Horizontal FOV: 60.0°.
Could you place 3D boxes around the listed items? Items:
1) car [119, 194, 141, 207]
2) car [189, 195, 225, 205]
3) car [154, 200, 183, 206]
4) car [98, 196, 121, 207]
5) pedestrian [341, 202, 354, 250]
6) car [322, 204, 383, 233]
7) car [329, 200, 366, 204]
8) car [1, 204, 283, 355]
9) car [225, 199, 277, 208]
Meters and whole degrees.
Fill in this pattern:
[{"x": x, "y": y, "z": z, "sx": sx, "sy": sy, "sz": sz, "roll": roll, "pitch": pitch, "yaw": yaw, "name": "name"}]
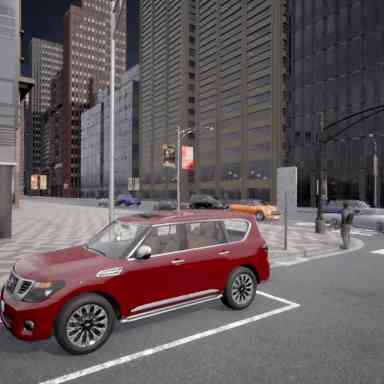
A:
[{"x": -10.479, "y": 1.409, "z": 54.892, "sx": 2.150, "sy": 2.045, "sz": 5.566, "roll": 1, "pitch": -1, "yaw": -36, "name": "car"}, {"x": 1.845, "y": 1.319, "z": 37.632, "sx": 2.150, "sy": 2.045, "sz": 5.566, "roll": 1, "pitch": -1, "yaw": -36, "name": "car"}, {"x": -2.523, "y": 1.631, "z": 38.135, "sx": 2.033, "sy": 1.411, "sz": 5.357, "roll": 1, "pitch": -1, "yaw": -36, "name": "car"}, {"x": -13.796, "y": 1.703, "z": 53.950, "sx": 1.812, "sy": 1.442, "sz": 4.674, "roll": 1, "pitch": -1, "yaw": -36, "name": "car"}, {"x": 5.997, "y": 1.297, "z": 12.900, "sx": 0.375, "sy": 1.860, "sz": 0.375, "roll": 1, "pitch": 0, "yaw": -36, "name": "pedestrian"}, {"x": 10.222, "y": 1.594, "z": 19.578, "sx": 1.895, "sy": 1.301, "sz": 4.718, "roll": 0, "pitch": 0, "yaw": -28, "name": "car"}, {"x": 11.926, "y": 1.387, "z": 24.205, "sx": 2.097, "sy": 1.767, "sz": 4.553, "roll": 1, "pitch": -1, "yaw": -41, "name": "car"}, {"x": -0.683, "y": 1.316, "z": 6.282, "sx": 5.009, "sy": 1.841, "sz": 2.192, "roll": 0, "pitch": 0, "yaw": -36, "name": "car"}, {"x": 5.212, "y": 1.384, "z": 27.390, "sx": 2.097, "sy": 1.767, "sz": 4.553, "roll": 1, "pitch": -1, "yaw": -36, "name": "car"}]
